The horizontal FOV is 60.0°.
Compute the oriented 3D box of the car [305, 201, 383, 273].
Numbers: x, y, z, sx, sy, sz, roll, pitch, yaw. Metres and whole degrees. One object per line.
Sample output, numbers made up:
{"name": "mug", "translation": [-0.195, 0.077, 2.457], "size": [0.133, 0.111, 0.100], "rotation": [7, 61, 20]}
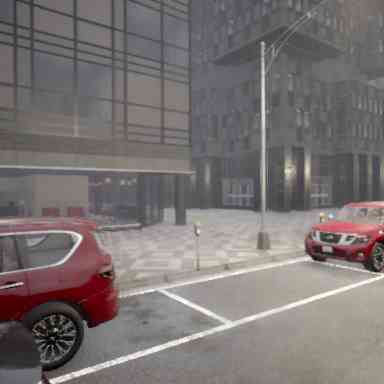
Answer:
{"name": "car", "translation": [5.800, 1.250, 10.669], "size": [5.009, 1.841, 2.192], "rotation": [0, 0, -35]}

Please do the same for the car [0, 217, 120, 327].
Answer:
{"name": "car", "translation": [-3.383, 1.317, 4.121], "size": [5.009, 1.841, 2.192], "rotation": [0, 0, -35]}

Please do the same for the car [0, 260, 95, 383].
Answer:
{"name": "car", "translation": [-3.085, 1.503, 1.157], "size": [4.902, 1.511, 2.128], "rotation": [0, 0, -35]}
